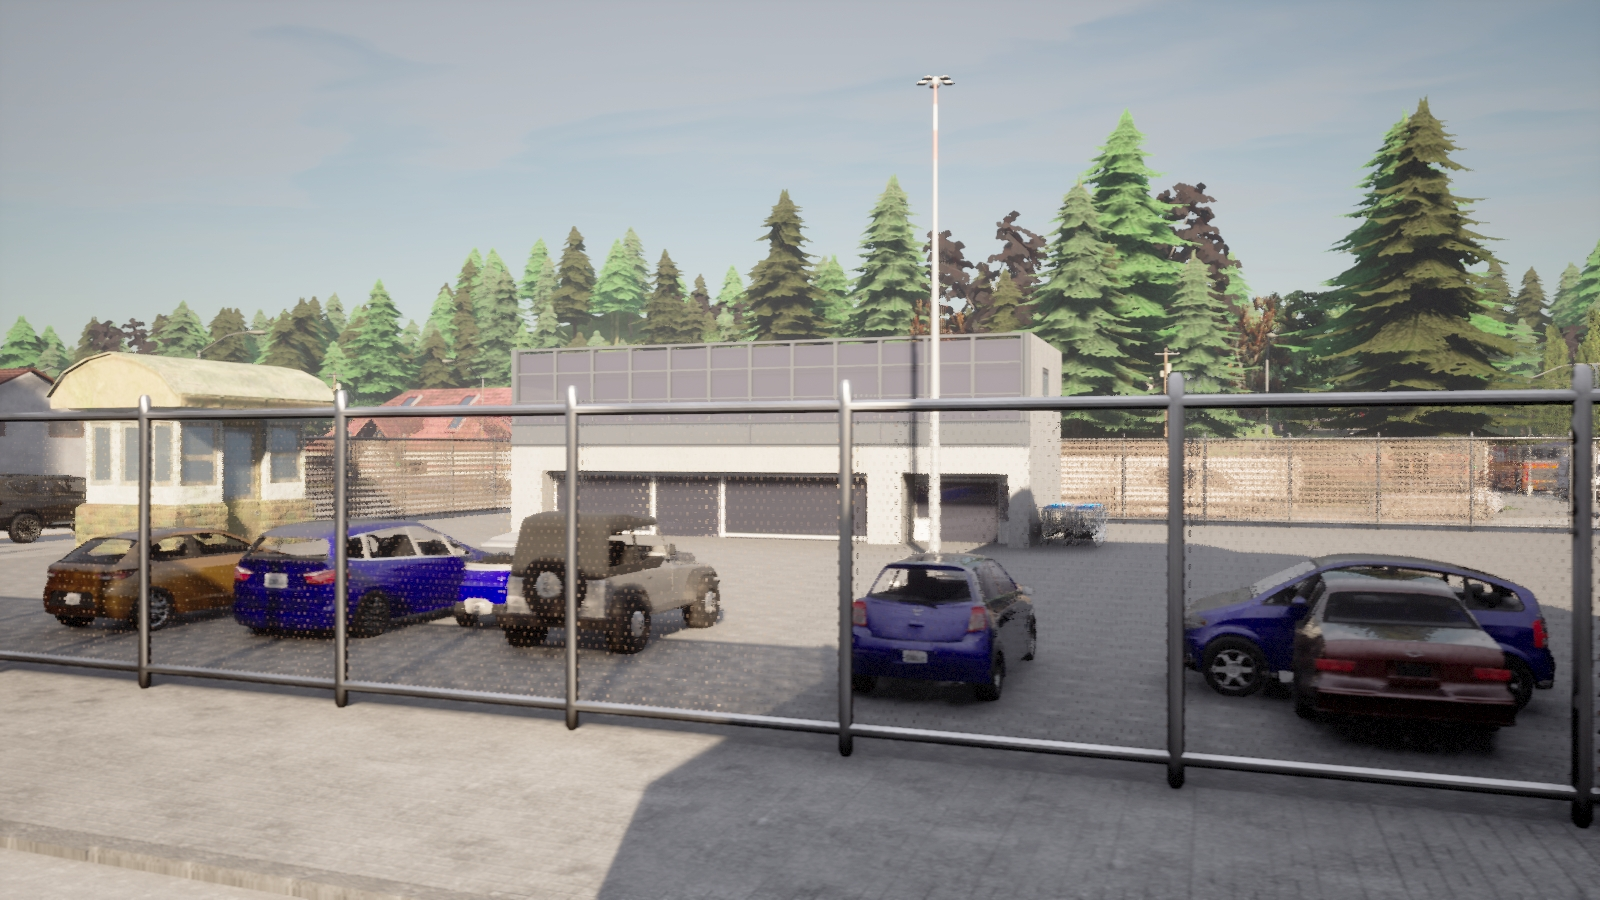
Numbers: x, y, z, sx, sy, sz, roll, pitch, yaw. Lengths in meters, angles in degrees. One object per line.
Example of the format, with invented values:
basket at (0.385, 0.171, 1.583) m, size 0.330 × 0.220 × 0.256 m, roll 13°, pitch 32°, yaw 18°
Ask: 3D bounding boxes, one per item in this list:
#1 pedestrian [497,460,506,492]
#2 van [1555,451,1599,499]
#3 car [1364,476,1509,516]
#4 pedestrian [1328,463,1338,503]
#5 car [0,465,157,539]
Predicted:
pedestrian at (-17.343, 1.497, 66.435) m, size 0.375 × 1.860 × 0.375 m, roll 0°, pitch 0°, yaw -36°
van at (43.548, 1.327, 62.870) m, size 1.988 × 2.561 × 5.915 m, roll 0°, pitch 0°, yaw 20°
car at (25.949, 1.846, 46.789) m, size 4.892 × 1.480 × 2.231 m, roll 0°, pitch 0°, yaw 20°
pedestrian at (24.740, 1.529, 53.020) m, size 0.375 × 1.860 × 0.375 m, roll 0°, pitch 0°, yaw 19°
car at (-23.292, 1.537, 35.633) m, size 2.150 × 2.045 × 5.566 m, roll 0°, pitch 0°, yaw 21°
